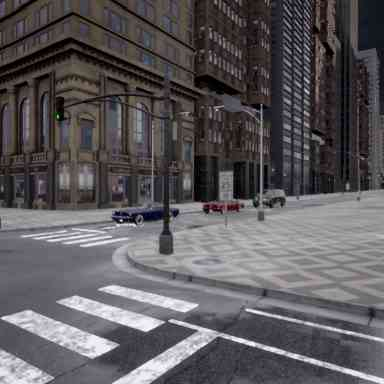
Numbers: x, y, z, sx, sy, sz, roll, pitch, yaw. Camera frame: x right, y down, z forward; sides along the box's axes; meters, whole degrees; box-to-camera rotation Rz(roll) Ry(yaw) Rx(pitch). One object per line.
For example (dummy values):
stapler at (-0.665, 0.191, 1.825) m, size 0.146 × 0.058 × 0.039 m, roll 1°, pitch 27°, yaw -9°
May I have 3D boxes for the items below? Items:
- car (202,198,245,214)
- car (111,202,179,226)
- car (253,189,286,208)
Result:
car at (2.859, 1.218, 29.740) m, size 1.895 × 1.301 × 4.718 m, roll 0°, pitch 1°, yaw 35°
car at (-2.943, 1.351, 21.606) m, size 1.895 × 1.301 × 4.718 m, roll 0°, pitch 1°, yaw 36°
car at (8.998, 0.697, 38.346) m, size 2.150 × 2.045 × 5.566 m, roll 0°, pitch 1°, yaw 36°
